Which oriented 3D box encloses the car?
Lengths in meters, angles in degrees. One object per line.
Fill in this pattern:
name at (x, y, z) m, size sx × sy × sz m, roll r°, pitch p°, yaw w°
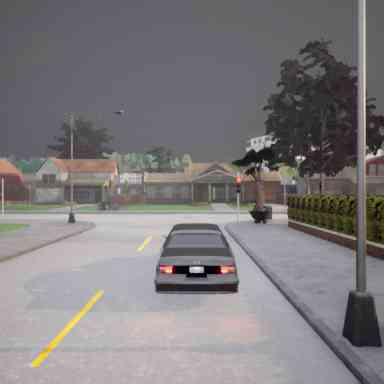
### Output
car at (0.103, 1.547, 8.919) m, size 2.033 × 1.411 × 5.357 m, roll 0°, pitch 0°, yaw 0°
